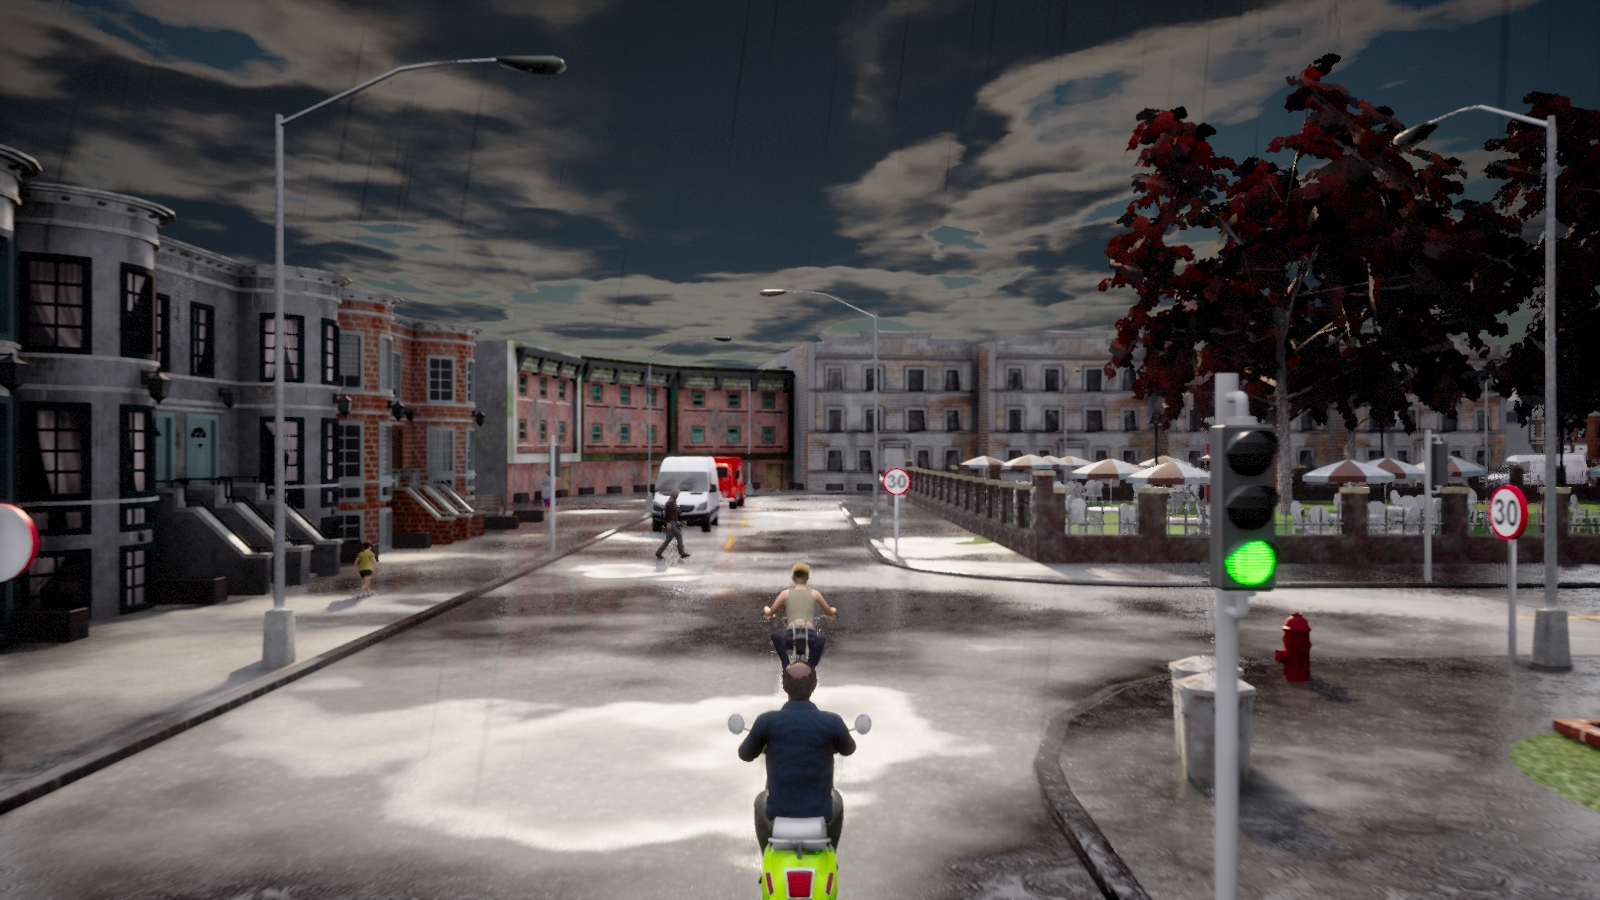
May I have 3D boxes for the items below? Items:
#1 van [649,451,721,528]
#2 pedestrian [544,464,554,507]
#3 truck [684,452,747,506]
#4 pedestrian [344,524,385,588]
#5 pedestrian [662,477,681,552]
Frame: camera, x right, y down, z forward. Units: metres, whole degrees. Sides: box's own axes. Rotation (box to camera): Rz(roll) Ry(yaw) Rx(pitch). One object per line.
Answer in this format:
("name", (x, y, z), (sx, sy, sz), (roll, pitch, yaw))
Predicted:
("van", (-4.041, 1.313, 40.958), (1.988, 2.561, 5.915), (0, 0, 0))
("pedestrian", (-10.978, 1.531, 49.931), (0.375, 1.860, 0.375), (0, 0, 0))
("truck", (-4.048, 1.347, 55.609), (2.627, 2.467, 5.204), (0, 0, 1))
("pedestrian", (-7.865, 1.904, 20.641), (0.500, 1.100, 0.500), (0, 0, 18))
("pedestrian", (-3.247, 1.628, 28.954), (0.375, 1.860, 0.375), (0, 0, 15))
